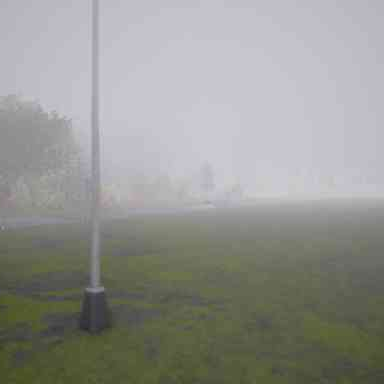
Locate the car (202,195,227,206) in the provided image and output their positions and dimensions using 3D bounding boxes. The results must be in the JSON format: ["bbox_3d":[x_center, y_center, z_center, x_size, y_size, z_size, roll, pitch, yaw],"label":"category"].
[{"bbox_3d":[3.209,1.155,46.697,1.994,1.385,4.181,1,1,36],"label":"car"}]
